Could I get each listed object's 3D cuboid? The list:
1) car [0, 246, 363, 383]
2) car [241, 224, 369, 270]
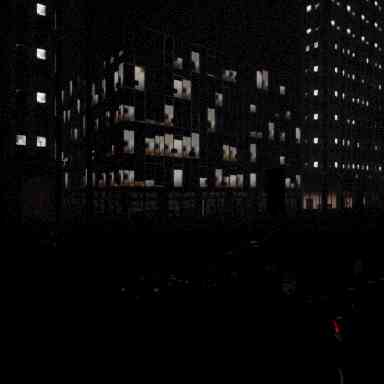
[{"bbox_3d":[-0.391,1.564,3.100,4.181,1.385,1.994,0,0,-36],"label":"car"},{"bbox_3d":[2.756,1.545,8.530,4.507,1.381,1.887,0,0,-36],"label":"car"}]
